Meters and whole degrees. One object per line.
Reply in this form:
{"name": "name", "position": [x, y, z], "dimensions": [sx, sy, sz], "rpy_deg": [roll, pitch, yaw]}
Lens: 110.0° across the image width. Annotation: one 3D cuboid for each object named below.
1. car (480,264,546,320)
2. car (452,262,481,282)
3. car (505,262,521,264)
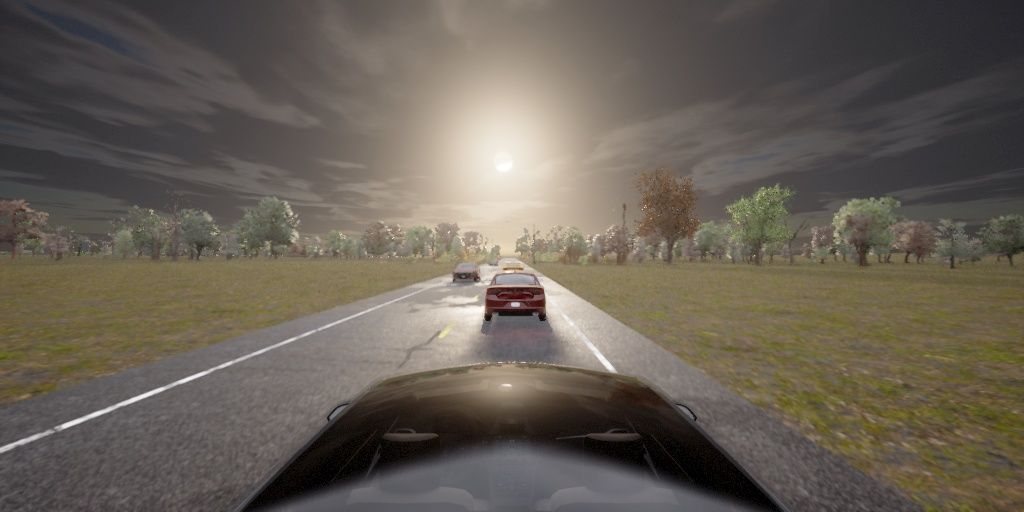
{"name": "car", "position": [0.102, 1.228, 12.679], "dimensions": [1.882, 1.535, 5.008], "rpy_deg": [0, 0, 0]}
{"name": "car", "position": [-3.593, 1.229, 28.997], "dimensions": [1.882, 1.535, 5.008], "rpy_deg": [0, 0, 0]}
{"name": "car", "position": [0.104, 1.230, 31.072], "dimensions": [1.882, 1.535, 5.008], "rpy_deg": [0, 0, 0]}
